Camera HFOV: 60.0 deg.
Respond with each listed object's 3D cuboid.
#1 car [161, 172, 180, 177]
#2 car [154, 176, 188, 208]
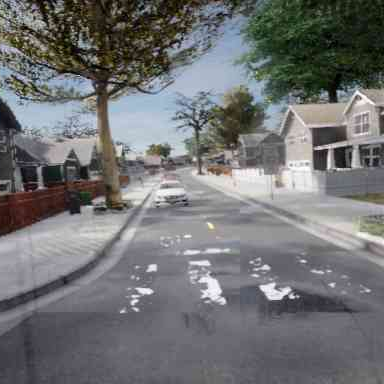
[{"bbox_3d":[-2.452,-1.489,37.869,2.097,1.767,4.553,-4,4,-3],"label":"car"},{"bbox_3d":[-1.279,0.036,20.315,1.812,1.442,4.674,-4,5,-3],"label":"car"}]
